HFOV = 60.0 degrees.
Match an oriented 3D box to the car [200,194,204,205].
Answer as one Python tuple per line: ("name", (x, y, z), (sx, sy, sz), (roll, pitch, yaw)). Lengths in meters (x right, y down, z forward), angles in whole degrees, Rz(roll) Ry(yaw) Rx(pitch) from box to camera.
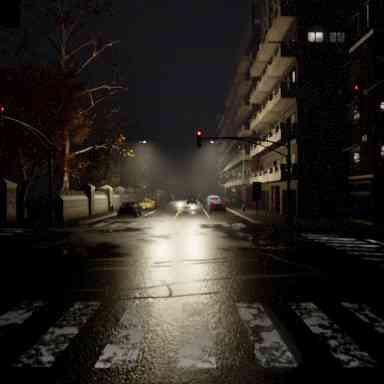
("car", (2.692, 1.478, 53.347), (1.967, 1.590, 4.097), (0, 0, 0))

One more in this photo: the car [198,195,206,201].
("car", (2.690, 1.540, 87.127), (1.967, 1.590, 4.097), (0, 0, 0))

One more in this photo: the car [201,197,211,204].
("car", (2.691, 1.600, 64.607), (1.887, 1.381, 4.507), (0, 0, 0))

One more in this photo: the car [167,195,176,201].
("car", (-5.690, 1.665, 92.757), (2.008, 1.369, 4.403), (0, 0, 0))

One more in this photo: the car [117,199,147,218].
("car", (-5.688, 1.579, 30.825), (1.947, 1.339, 4.313), (0, 0, 0))

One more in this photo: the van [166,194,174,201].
("van", (-5.690, 1.441, 87.127), (1.690, 1.788, 3.998), (0, 0, 0))

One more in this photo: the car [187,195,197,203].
("car", (0.000, 1.442, 69.961), (1.837, 1.490, 4.892), (0, 0, 0))

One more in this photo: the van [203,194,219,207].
("van", (2.693, 1.364, 42.087), (1.690, 1.788, 3.998), (0, 0, 0))

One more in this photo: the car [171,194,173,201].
("car", (-5.689, 1.505, 70.237), (1.967, 1.590, 4.097), (0, 0, 0))

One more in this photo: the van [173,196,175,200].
("van", (-5.690, 1.428, 81.498), (1.690, 1.788, 3.998), (0, 0, 0))

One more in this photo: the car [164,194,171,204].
("car", (-5.689, 1.495, 64.608), (1.967, 1.590, 4.097), (0, 0, 0))

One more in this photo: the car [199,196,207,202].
("car", (2.690, 1.632, 81.497), (1.887, 1.381, 4.507), (0, 0, 0))

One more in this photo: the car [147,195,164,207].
("car", (-5.688, 1.345, 47.717), (2.192, 1.841, 5.009), (0, 0, 0))

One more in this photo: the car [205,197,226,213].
("car", (2.692, 1.562, 36.456), (1.887, 1.381, 4.507), (0, 0, 0))

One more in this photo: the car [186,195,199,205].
("car", (-0.001, 1.594, 59.542), (2.033, 1.411, 5.357), (0, 0, 0))

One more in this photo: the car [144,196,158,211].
("car", (-5.688, 1.548, 41.917), (1.752, 1.417, 4.829), (0, 0, 0))
